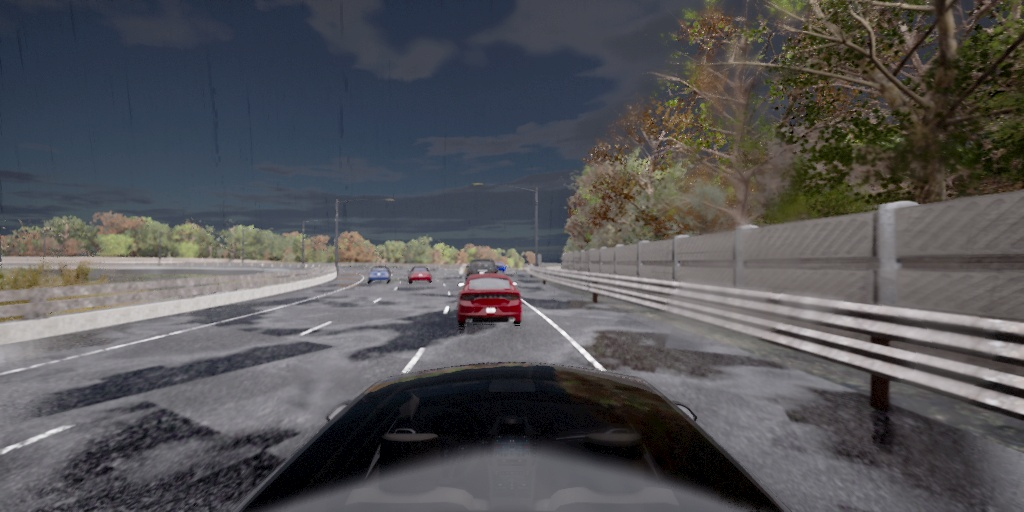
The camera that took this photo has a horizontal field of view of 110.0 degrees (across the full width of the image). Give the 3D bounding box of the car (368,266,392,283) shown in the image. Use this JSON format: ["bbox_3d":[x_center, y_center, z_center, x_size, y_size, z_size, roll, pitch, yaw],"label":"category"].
[{"bbox_3d":[-11.999,1.657,32.630,2.033,1.411,5.357,0,-1,-18],"label":"car"}]

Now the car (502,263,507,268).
[{"bbox_3d":[-1.910,1.846,56.278,1.882,1.535,5.008,0,-1,5],"label":"car"}]

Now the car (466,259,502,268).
[{"bbox_3d":[-2.127,1.246,25.884,2.150,2.045,5.566,0,-1,-5],"label":"car"}]

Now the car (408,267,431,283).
[{"bbox_3d":[-8.551,1.676,33.079,1.994,1.385,4.181,0,-1,-17],"label":"car"}]

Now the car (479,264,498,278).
[{"bbox_3d":[-2.694,1.693,42.628,1.882,1.535,5.008,0,-1,0],"label":"car"}]

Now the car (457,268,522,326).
[{"bbox_3d":[-0.805,1.347,12.227,1.882,1.535,5.008,0,0,-5],"label":"car"}]
